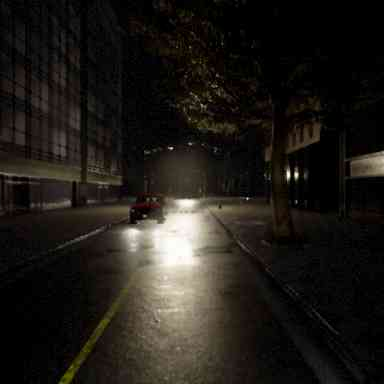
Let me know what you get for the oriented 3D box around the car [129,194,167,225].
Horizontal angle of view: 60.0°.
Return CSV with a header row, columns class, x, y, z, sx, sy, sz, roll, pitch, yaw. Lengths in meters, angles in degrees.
class,x,y,z,sx,sy,sz,roll,pitch,yaw
car,-2.991,1.154,23.825,2.150,2.045,5.566,0,0,0
